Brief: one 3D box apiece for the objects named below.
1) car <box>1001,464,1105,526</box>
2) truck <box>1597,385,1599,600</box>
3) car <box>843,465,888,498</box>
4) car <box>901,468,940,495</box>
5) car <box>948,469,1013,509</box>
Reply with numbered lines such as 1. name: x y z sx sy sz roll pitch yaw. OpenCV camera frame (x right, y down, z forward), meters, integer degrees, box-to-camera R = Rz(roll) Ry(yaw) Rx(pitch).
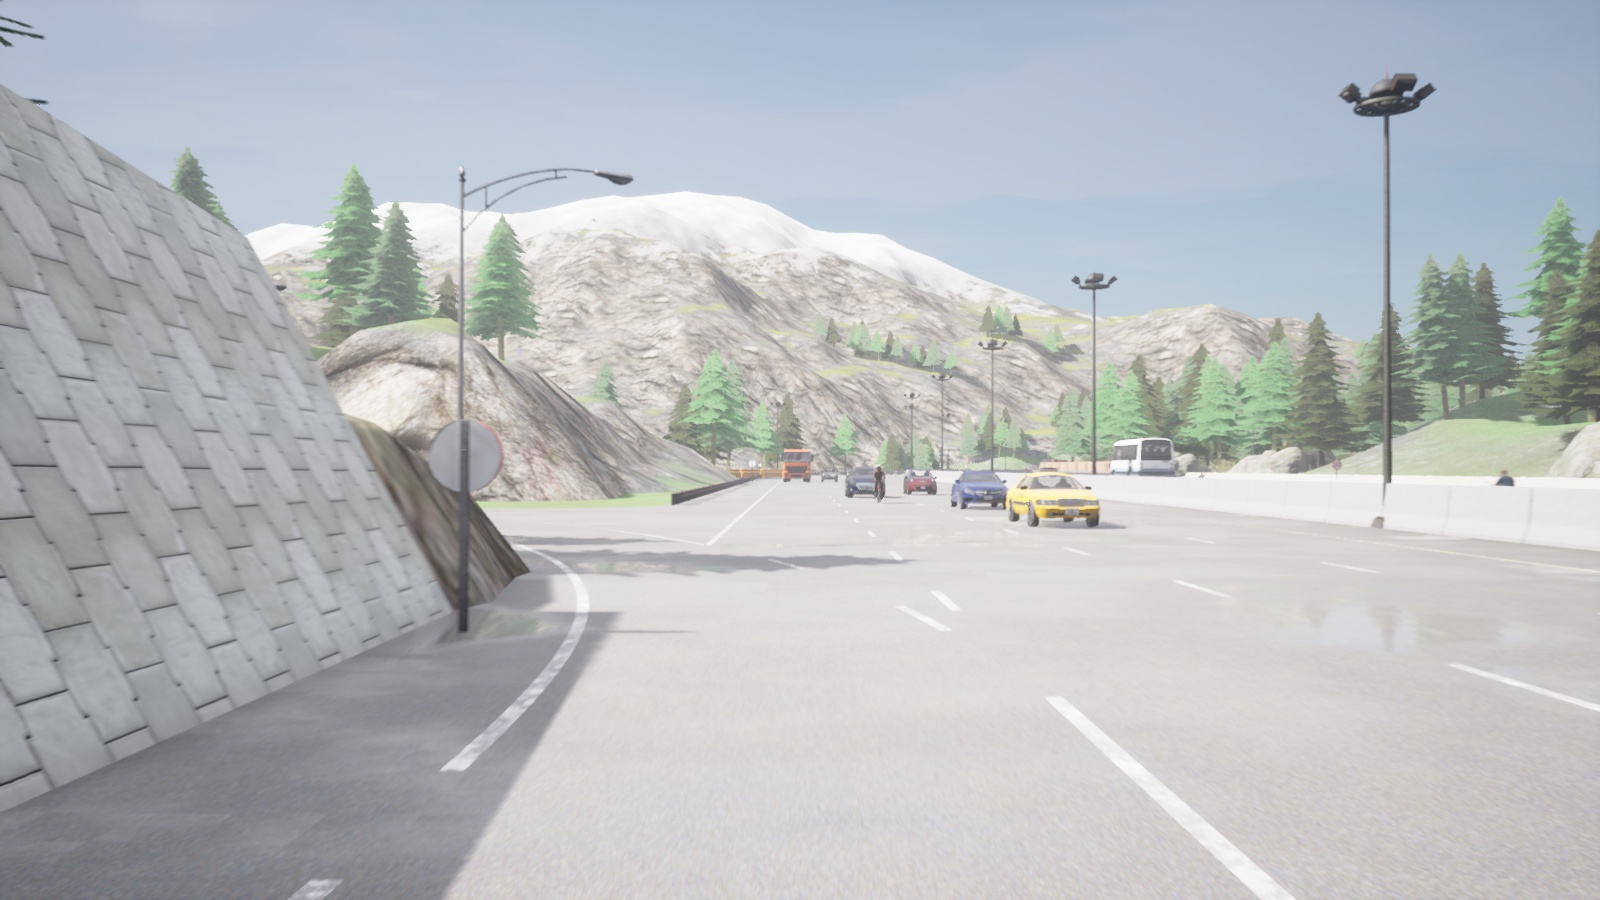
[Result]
1. car: 6.917 1.192 34.875 1.801 1.575 5.366 0 -1 0
2. truck: 10.470 0.442 11.795 2.627 2.467 5.204 0 -1 0
3. car: 3.350 1.606 65.098 2.033 1.649 4.856 0 -1 0
4. car: 6.831 1.758 71.269 1.845 1.501 3.633 0 -1 0
5. car: 6.885 1.461 48.323 1.812 1.442 4.674 0 -1 0
